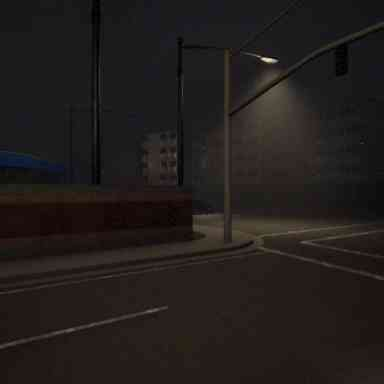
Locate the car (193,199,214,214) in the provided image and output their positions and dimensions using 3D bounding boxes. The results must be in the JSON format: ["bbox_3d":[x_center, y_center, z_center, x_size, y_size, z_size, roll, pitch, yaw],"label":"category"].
[{"bbox_3d":[0.230,1.486,35.036,1.837,1.490,4.892,0,0,-40],"label":"car"}]
